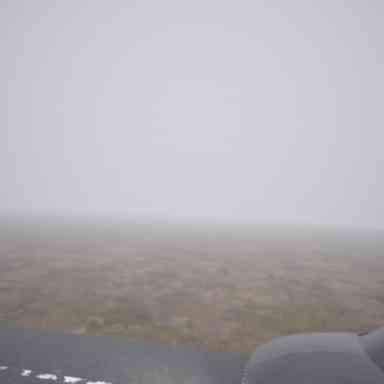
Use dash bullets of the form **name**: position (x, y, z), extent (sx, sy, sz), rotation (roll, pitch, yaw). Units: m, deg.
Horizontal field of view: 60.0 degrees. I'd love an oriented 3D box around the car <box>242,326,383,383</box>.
- **car**: position (2.870, 1.843, 2.822), extent (4.892, 1.490, 1.837), rotation (2, -4, 11)
